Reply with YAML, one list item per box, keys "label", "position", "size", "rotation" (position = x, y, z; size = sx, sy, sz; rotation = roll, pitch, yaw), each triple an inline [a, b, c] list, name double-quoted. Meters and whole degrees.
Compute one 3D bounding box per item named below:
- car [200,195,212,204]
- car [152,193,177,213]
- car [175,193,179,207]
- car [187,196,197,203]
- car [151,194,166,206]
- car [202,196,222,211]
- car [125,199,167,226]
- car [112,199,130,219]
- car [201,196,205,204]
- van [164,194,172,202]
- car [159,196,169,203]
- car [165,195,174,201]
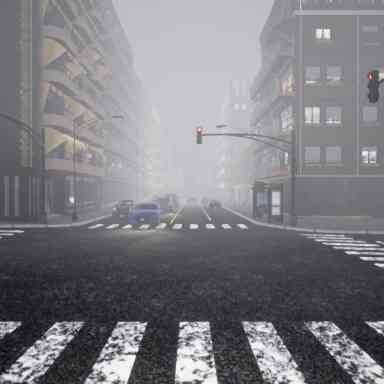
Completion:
- label: "car"
  position: [2.637, 1.437, 62.995]
  size: [1.967, 1.590, 4.097]
  rotation: [0, 0, 0]
- label: "car"
  position: [-3.121, 1.349, 36.944]
  size: [2.097, 1.767, 4.553]
  rotation: [0, 0, 0]
- label: "car"
  position: [-3.115, 1.220, 49.406]
  size: [2.150, 2.045, 5.566]
  rotation: [0, 0, 1]
- label: "car"
  position: [0.043, 1.561, 69.663]
  size: [1.994, 1.385, 4.181]
  rotation: [0, 0, 0]
- label: "car"
  position: [-5.740, 1.312, 57.354]
  size: [2.192, 1.841, 5.009]
  rotation: [0, 0, 0]
- label: "car"
  position: [2.655, 1.548, 40.440]
  size: [2.008, 1.369, 4.403]
  rotation: [0, 0, 0]
- label: "car"
  position: [-3.106, 1.476, 23.354]
  size: [1.882, 1.535, 5.008]
  rotation: [0, 0, 0]
- label: "car"
  position: [-5.717, 1.438, 29.161]
  size: [1.967, 1.590, 4.097]
  rotation: [0, 0, 0]
- label: "car"
  position: [2.651, 1.542, 46.078]
  size: [1.887, 1.381, 4.507]
  rotation: [0, 0, 0]
- label: "van"
  position: [-5.757, 1.337, 79.910]
  size: [1.690, 1.788, 3.998]
  rotation: [0, 0, 0]
- label: "car"
  position: [-5.748, 1.522, 68.462]
  size: [1.752, 1.417, 4.829]
  rotation: [0, 0, 0]
- label: "car"
  position: [-5.761, 1.546, 85.548]
  size: [2.008, 1.369, 4.403]
  rotation: [0, 0, 0]
